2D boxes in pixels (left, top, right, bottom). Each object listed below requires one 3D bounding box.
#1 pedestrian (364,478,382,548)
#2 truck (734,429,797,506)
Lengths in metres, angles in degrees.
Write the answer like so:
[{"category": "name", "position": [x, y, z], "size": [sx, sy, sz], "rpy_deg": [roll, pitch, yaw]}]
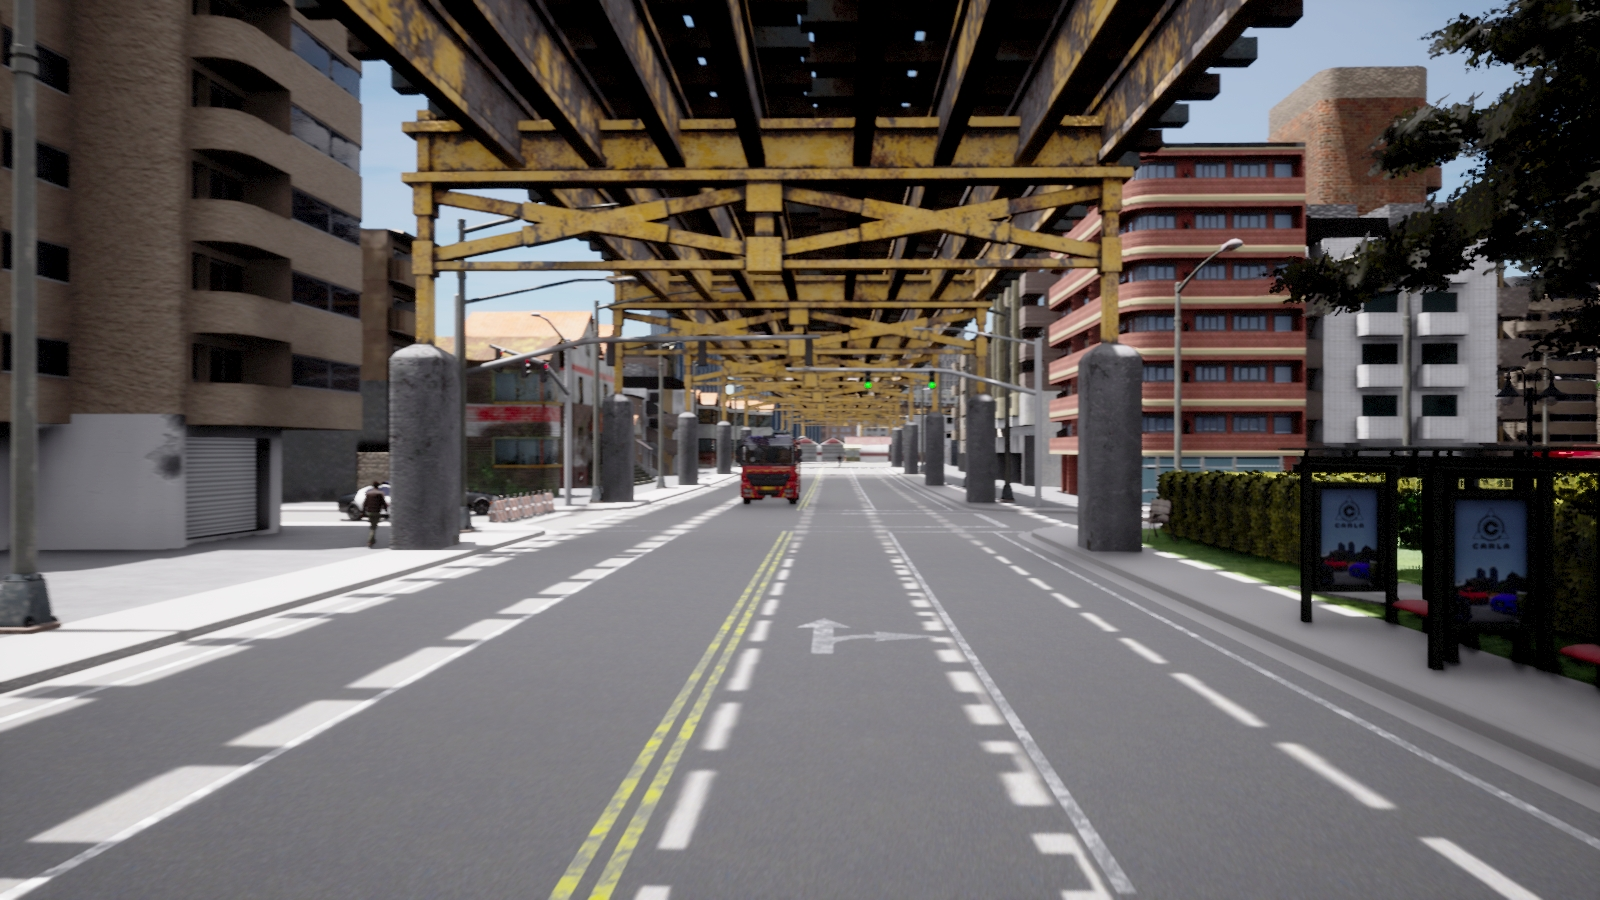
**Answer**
[{"category": "pedestrian", "position": [-11.540, 1.697, 30.891], "size": [0.375, 1.860, 0.375], "rpy_deg": [0, 0, -3]}, {"category": "truck", "position": [-1.725, 0.890, 61.273], "size": [2.891, 3.827, 8.468], "rpy_deg": [0, 0, 2]}]
